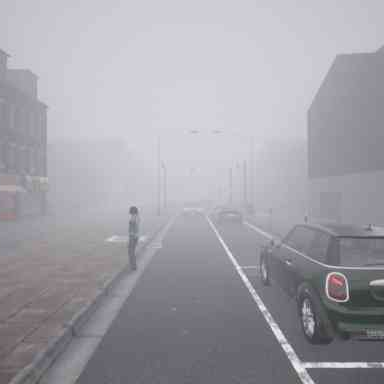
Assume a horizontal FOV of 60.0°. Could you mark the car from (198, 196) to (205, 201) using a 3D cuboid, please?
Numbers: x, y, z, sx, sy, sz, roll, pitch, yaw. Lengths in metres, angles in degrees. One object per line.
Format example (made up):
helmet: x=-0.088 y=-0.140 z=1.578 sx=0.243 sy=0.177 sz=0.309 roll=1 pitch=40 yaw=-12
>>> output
car: x=2.576 y=1.804 z=93.101 sx=1.947 sy=1.339 sz=4.313 roll=0 pitch=0 yaw=0

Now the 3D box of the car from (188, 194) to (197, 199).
car: x=-0.058 y=1.745 z=88.740 sx=2.033 sy=1.411 sz=5.357 roll=0 pitch=0 yaw=0

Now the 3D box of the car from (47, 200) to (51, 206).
car: x=-22.471 y=1.510 z=46.937 sx=4.892 sy=1.490 sz=1.837 roll=0 pitch=0 yaw=0

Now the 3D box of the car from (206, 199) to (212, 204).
car: x=2.621 y=1.571 z=29.994 sx=2.008 sy=1.369 sz=4.403 roll=0 pitch=0 yaw=0

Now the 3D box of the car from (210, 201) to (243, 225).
car: x=2.625 y=1.579 z=24.318 sx=1.947 sy=1.339 sz=4.313 roll=0 pitch=0 yaw=0

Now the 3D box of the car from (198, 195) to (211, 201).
car: x=2.601 y=1.634 z=59.024 sx=1.887 sy=1.381 sz=4.507 roll=0 pitch=0 yaw=0

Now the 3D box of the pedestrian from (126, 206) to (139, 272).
pedestrian: x=-1.680 y=1.296 z=9.366 sx=0.375 sy=1.860 sz=0.375 roll=0 pitch=0 yaw=0

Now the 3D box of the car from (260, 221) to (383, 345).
car: x=2.746 y=1.352 z=6.559 sx=2.097 sy=1.767 sz=4.553 roll=0 pitch=0 yaw=0

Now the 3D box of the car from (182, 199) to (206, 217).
car: x=0.058 y=1.624 z=31.285 sx=1.895 sy=1.301 sz=4.718 roll=0 pitch=0 yaw=0

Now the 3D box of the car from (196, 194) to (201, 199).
car: x=2.588 y=1.718 z=76.063 sx=1.947 sy=1.339 sz=4.313 roll=0 pitch=0 yaw=0
